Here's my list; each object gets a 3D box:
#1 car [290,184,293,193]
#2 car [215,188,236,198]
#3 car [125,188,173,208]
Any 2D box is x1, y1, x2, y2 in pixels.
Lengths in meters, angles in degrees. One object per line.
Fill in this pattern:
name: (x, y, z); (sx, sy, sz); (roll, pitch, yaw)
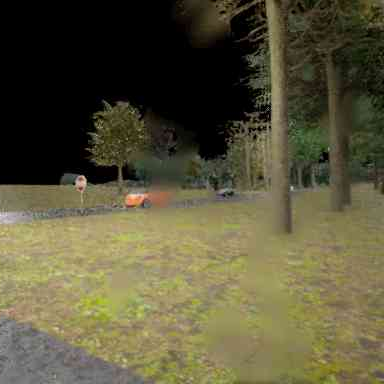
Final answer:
car: (16.964, -0.750, 60.812); (2.150, 2.045, 5.566); (-2, 1, 28)
car: (5.615, 0.116, 55.564); (1.882, 1.535, 5.008); (-2, 2, 34)
car: (-3.709, 0.470, 29.480); (2.097, 1.767, 4.553); (-2, 0, 34)
